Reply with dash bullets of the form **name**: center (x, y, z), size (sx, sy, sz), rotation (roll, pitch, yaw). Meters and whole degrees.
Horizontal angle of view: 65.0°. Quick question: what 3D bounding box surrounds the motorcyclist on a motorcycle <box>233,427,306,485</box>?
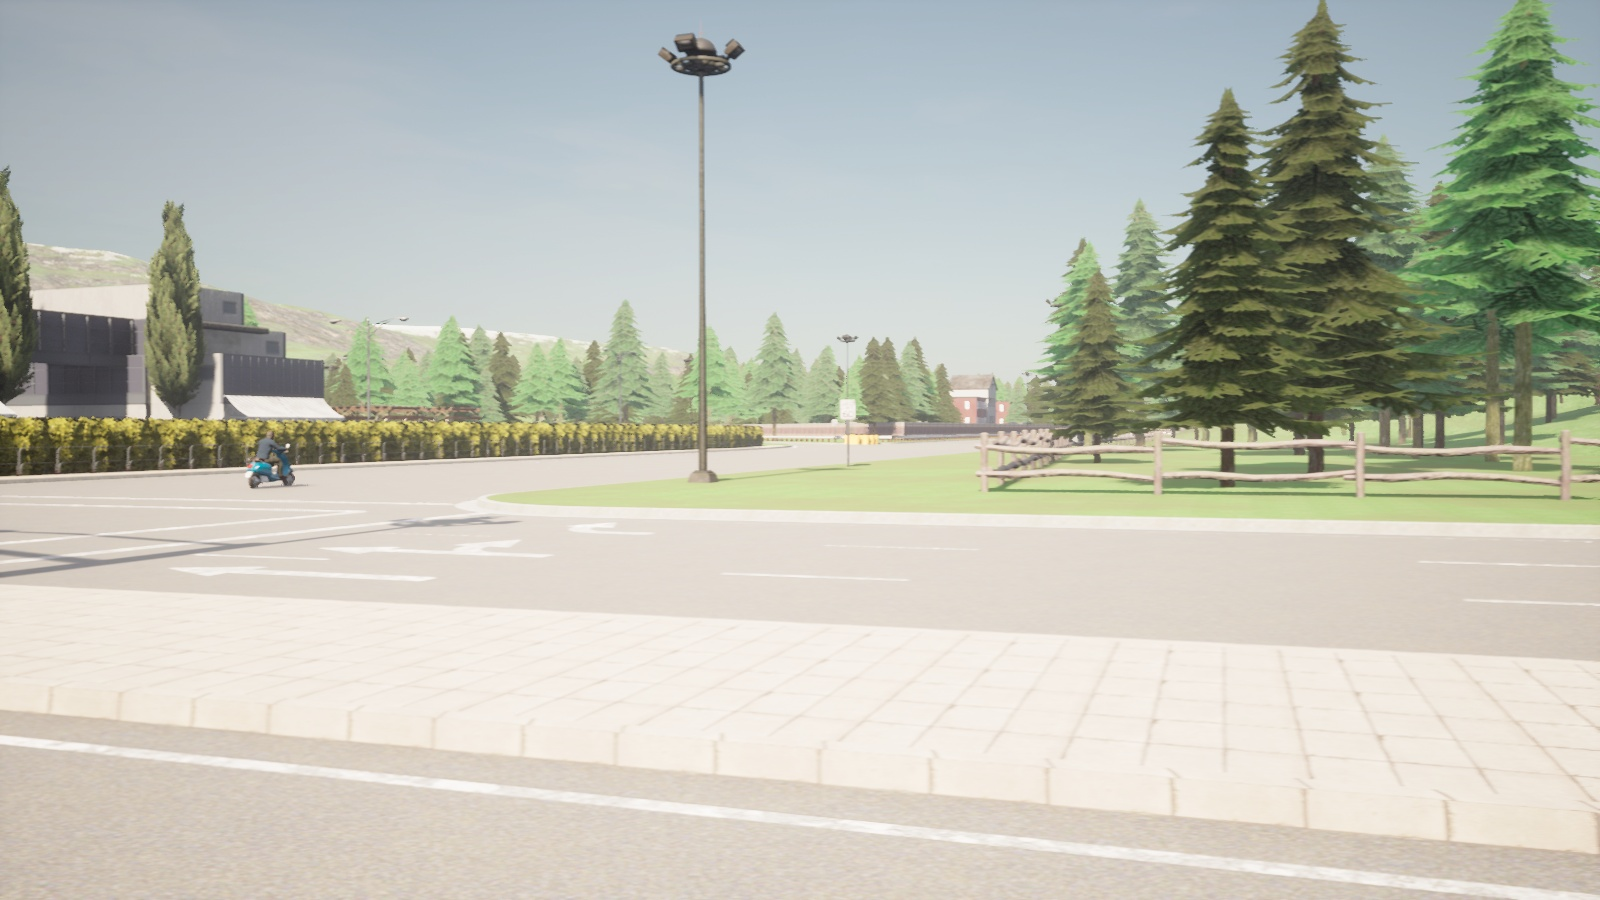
- **motorcyclist on a motorcycle**: center (-14.846, 0.158, 35.176), size (0.866, 1.590, 1.817), rotation (1, 0, 20)
